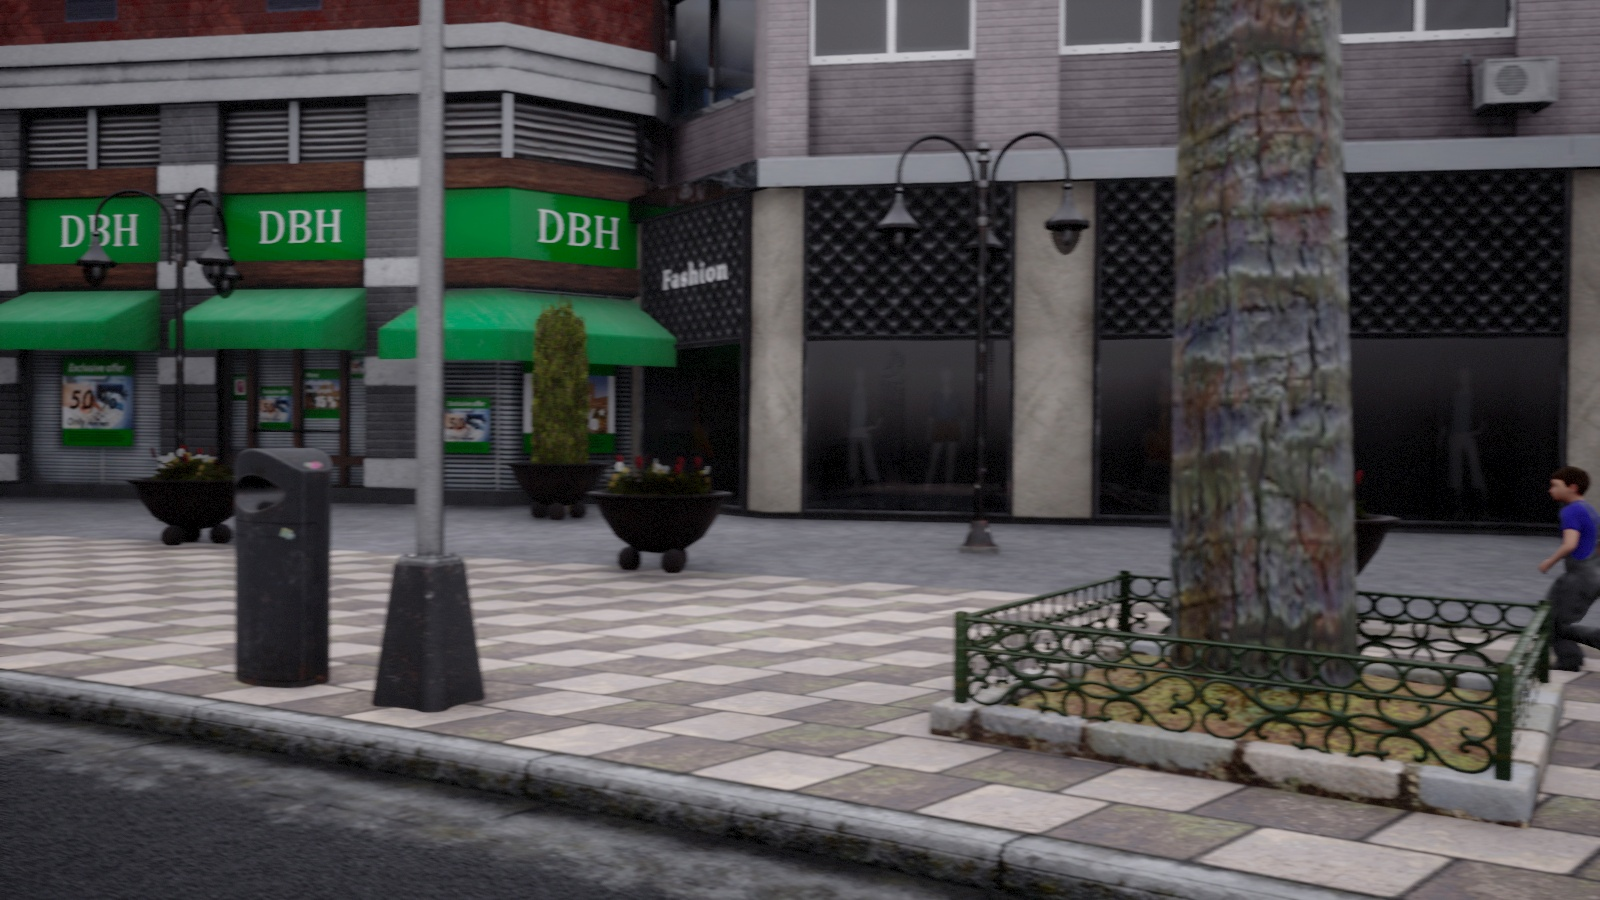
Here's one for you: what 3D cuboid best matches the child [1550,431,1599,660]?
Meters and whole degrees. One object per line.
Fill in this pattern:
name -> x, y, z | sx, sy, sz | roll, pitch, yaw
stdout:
child -> 4.478, 0.525, 7.048 | 0.437, 1.263, 0.270 | 0, 1, 37
